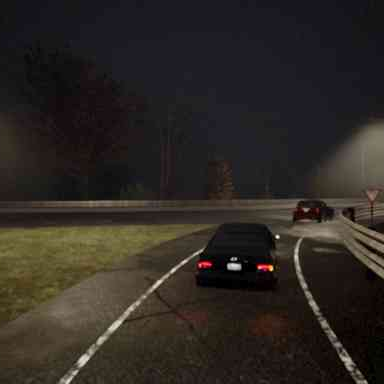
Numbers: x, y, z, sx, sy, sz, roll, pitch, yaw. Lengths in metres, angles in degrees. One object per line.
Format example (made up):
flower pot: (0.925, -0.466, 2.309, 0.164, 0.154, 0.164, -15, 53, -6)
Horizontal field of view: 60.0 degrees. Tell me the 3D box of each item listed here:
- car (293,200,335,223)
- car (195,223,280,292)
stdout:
car: (9.539, 1.380, 25.841, 2.097, 1.767, 4.553, 0, 0, 36)
car: (1.412, 1.557, 9.169, 2.033, 1.411, 5.357, 0, 0, 13)
